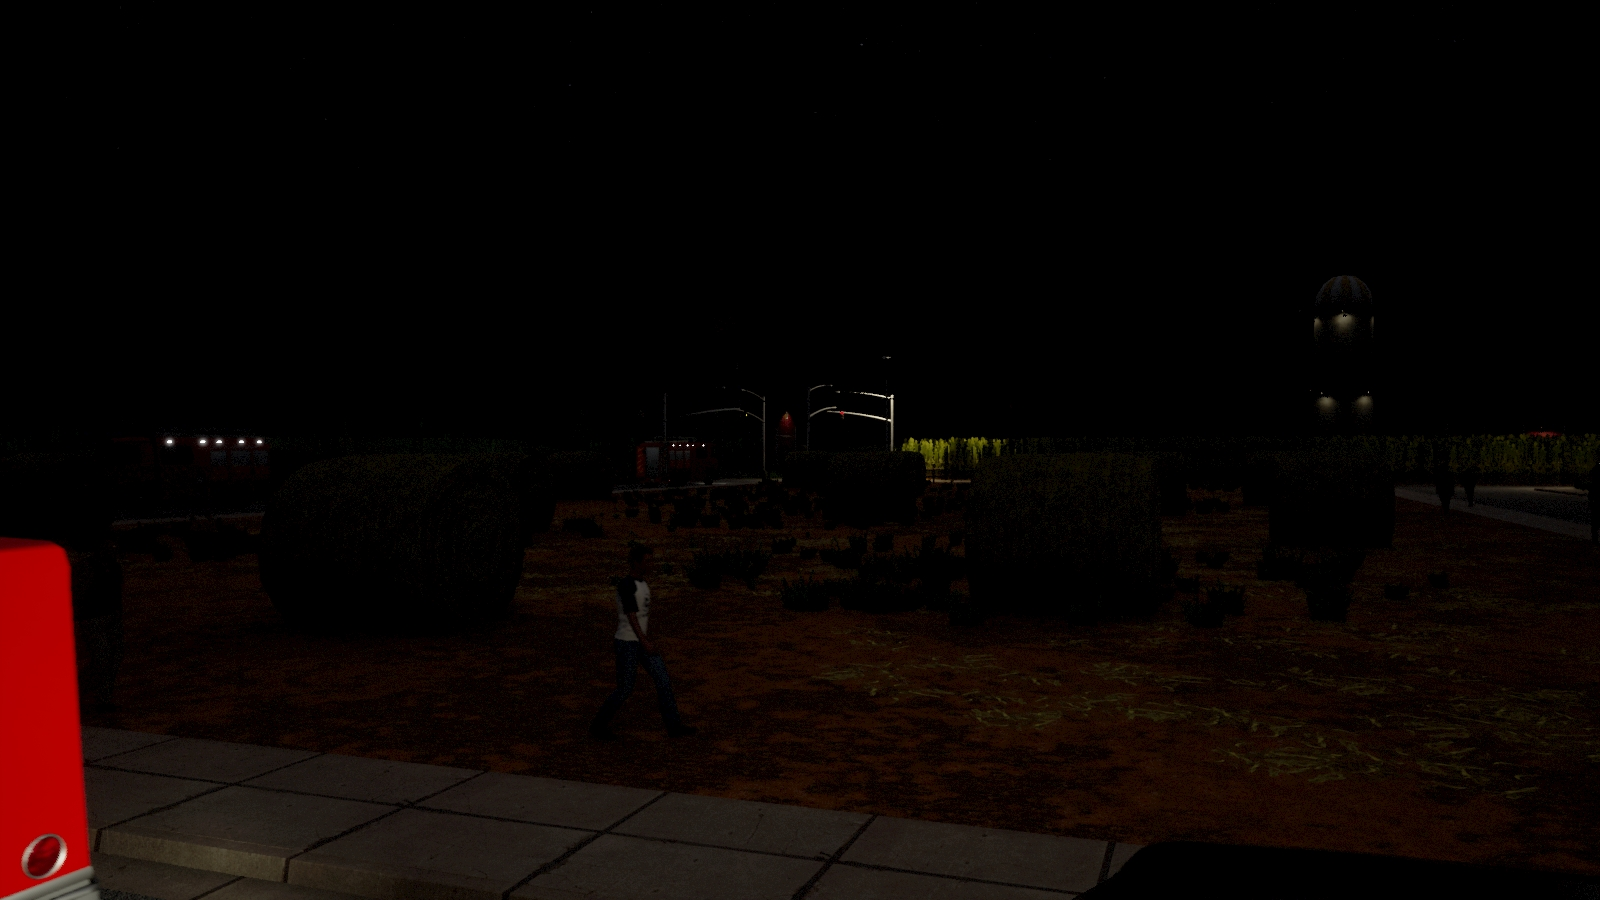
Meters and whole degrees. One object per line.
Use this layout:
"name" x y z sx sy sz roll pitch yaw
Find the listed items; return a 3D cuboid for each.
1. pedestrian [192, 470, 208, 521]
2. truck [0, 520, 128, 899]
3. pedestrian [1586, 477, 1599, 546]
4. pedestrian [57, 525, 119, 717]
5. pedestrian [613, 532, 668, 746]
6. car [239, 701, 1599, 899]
"pedestrian" -22.321 1.685 42.489 0.375 1.860 0.375 0 0 27
"truck" -6.430 1.589 5.637 5.204 2.467 2.627 1 0 20
"pedestrian" 21.651 1.666 31.012 0.375 1.860 0.375 0 0 5
"pedestrian" -7.122 1.697 11.442 0.375 1.860 0.375 0 0 5
"pedestrian" -1.434 1.686 10.314 0.375 1.860 0.375 0 0 16
"car" 1.173 1.906 2.905 4.553 1.767 2.097 0 0 20
